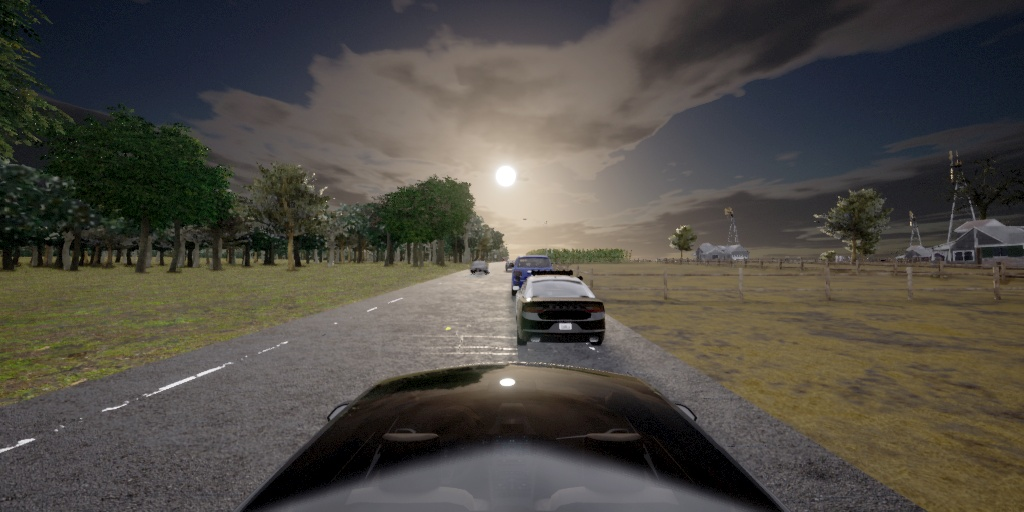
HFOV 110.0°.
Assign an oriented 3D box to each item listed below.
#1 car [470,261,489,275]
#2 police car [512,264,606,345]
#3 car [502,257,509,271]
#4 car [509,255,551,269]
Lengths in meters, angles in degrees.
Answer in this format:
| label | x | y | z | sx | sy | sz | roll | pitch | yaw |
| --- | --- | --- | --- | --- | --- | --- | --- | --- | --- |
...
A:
| label | x | y | z | sx | sy | sz | roll | pitch | yaw |
| --- | --- | --- | --- | --- | --- | --- | --- | --- | --- |
| car | -3.588 | 1.268 | 40.052 | 1.837 | 1.490 | 4.892 | 0 | 0 | 0 |
| police car | 1.051 | 1.181 | 9.628 | 1.930 | 1.638 | 5.238 | 0 | 0 | 0 |
| car | 0.050 | 1.253 | 50.136 | 2.128 | 1.511 | 4.902 | 0 | 0 | 1 |
| car | 1.055 | 0.984 | 19.560 | 2.150 | 2.045 | 5.566 | 0 | 0 | 0 |
